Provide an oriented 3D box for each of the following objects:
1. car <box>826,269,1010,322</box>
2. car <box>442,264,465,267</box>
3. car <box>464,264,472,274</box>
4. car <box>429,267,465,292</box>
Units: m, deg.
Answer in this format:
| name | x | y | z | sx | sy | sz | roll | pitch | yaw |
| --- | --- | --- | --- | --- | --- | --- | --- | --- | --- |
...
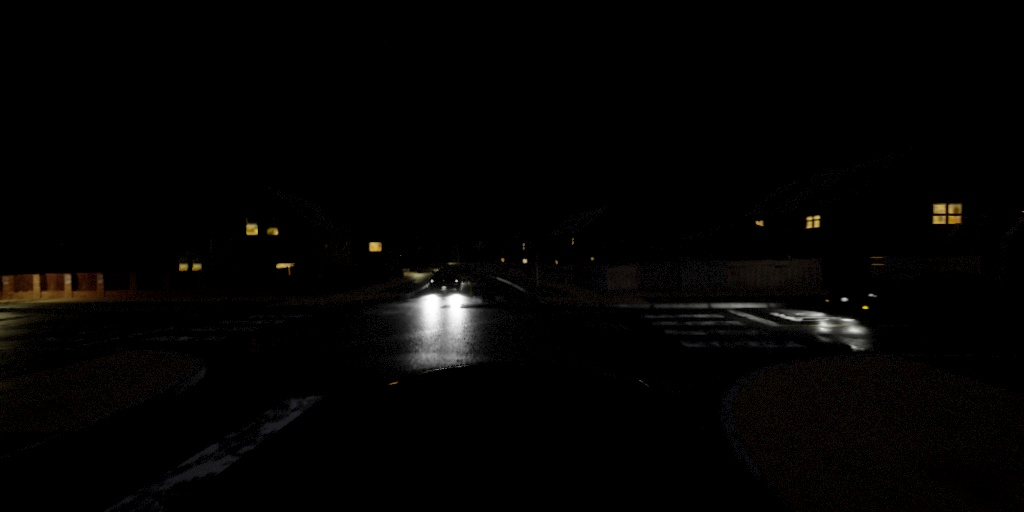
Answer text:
| name | x | y | z | sx | sy | sz | roll | pitch | yaw |
| --- | --- | --- | --- | --- | --- | --- | --- | --- | --- |
| car | 12.088 | 1.092 | 10.684 | 4.181 | 1.385 | 1.994 | -1 | 0 | 7 |
| car | -5.866 | 1.723 | 34.583 | 1.994 | 1.385 | 4.181 | 0 | -1 | -10 |
| car | -7.447 | 2.007 | 55.118 | 2.033 | 1.411 | 5.357 | 0 | -1 | -16 |
| car | -4.299 | 1.604 | 23.649 | 1.895 | 1.301 | 4.718 | 0 | -1 | -6 |
